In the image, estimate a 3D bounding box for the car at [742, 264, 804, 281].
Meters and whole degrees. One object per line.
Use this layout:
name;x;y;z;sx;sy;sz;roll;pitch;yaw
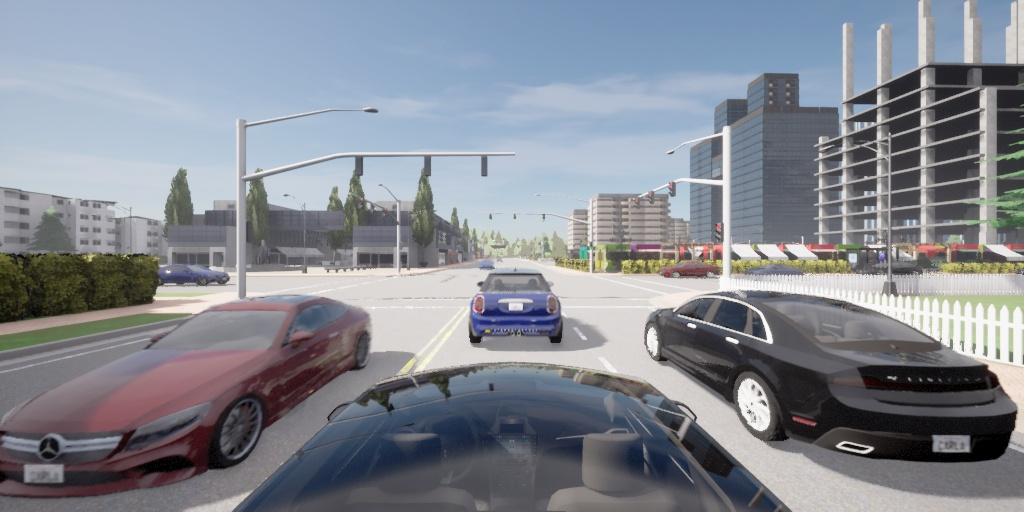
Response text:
car;20.976;1.314;28.843;4.181;1.385;1.994;0;0;-1

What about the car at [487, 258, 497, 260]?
car;-3.492;1.276;50.246;1.882;1.535;5.008;0;1;0

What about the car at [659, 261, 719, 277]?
car;15.855;1.228;32.217;5.008;1.535;1.882;-1;0;-1

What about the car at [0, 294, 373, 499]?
car;-3.484;1.330;4.996;1.812;1.442;4.674;0;1;0

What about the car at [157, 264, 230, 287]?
car;-21.756;1.276;24.163;4.674;1.442;1.812;0;0;-2

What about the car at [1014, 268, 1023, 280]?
car;44.477;1.257;29.394;4.892;1.490;1.837;1;0;-1

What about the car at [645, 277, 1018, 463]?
car;3.564;1.256;5.316;1.837;1.490;4.892;0;0;0

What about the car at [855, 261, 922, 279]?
car;34.246;1.227;32.671;5.008;1.535;1.882;0;0;-1

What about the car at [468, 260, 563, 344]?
car;0.086;1.101;9.768;2.097;1.767;4.553;0;0;0
